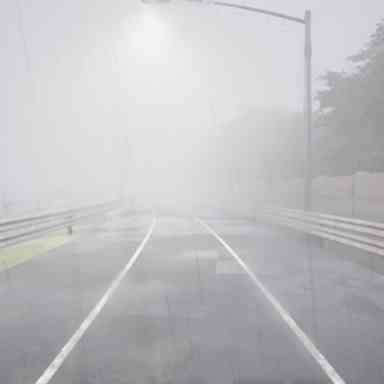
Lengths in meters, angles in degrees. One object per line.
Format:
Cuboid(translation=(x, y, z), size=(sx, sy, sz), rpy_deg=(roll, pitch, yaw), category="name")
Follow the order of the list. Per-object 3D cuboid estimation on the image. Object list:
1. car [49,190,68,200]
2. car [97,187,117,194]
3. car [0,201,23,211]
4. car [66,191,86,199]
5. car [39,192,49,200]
Cuboid(translation=(-28.072, 0.543, 72.364), size=(2.150, 2.045, 5.566), rpy_deg=(0, 3, 7), category="car")
Cuboid(translation=(-22.560, 0.011, 88.002), size=(2.033, 1.411, 5.357), rpy_deg=(0, 3, 7), category="car")
Cuboid(translation=(-27.369, 2.033, 50.112), size=(2.128, 1.511, 4.902), rpy_deg=(0, 3, 7), category="car")
Cuboid(translation=(-24.604, 0.834, 71.900), size=(1.837, 1.490, 4.892), rpy_deg=(0, 3, 7), category="car")
Cuboid(translation=(-31.548, 0.829, 72.787), size=(2.128, 1.511, 4.902), rpy_deg=(0, 3, 7), category="car")
